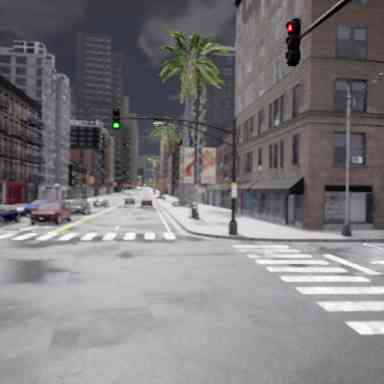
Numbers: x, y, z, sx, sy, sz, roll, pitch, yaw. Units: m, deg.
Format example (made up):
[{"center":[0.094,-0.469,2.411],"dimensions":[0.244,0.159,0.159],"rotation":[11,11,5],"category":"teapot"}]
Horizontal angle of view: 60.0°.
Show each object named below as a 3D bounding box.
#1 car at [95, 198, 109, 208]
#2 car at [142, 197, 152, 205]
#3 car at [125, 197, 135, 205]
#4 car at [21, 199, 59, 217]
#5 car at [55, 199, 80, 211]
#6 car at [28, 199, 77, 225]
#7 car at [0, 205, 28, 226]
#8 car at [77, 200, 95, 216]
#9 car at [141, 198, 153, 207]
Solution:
[{"center":[-13.444,1.603,49.205],"dimensions":[2.128,1.511,4.902],"rotation":[1,0,-7],"category":"car"},{"center":[-8.839,1.804,65.223],"dimensions":[1.994,1.385,4.181],"rotation":[1,0,-7],"category":"car"},{"center":[-11.990,1.688,64.343],"dimensions":[2.128,1.511,4.902],"rotation":[1,0,-7],"category":"car"},{"center":[-14.495,1.485,32.030],"dimensions":[1.882,1.535,5.008],"rotation":[1,0,-7],"category":"car"},{"center":[-15.868,1.649,42.554],"dimensions":[1.895,1.301,4.718],"rotation":[1,0,-7],"category":"car"},{"center":[-10.217,1.494,24.466],"dimensions":[1.882,1.535,5.008],"rotation":[1,0,-6],"category":"car"},{"center":[-13.275,1.568,22.715],"dimensions":[1.895,1.301,4.718],"rotation":[1,0,-8],"category":"car"},{"center":[-11.456,1.562,33.866],"dimensions":[1.837,1.490,4.892],"rotation":[1,0,-7],"category":"car"},{"center":[-7.505,1.694,55.271],"dimensions":[1.882,1.535,5.008],"rotation":[1,0,-7],"category":"car"}]
